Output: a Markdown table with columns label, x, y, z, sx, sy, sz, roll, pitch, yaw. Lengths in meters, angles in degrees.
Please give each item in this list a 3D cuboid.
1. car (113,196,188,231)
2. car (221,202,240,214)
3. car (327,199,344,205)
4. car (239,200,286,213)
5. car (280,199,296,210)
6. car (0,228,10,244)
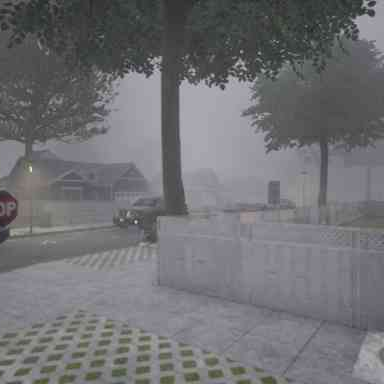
| label | x | y | z | sx | sy | sz | roll | pitch | yaw |
| --- | --- | --- | --- | --- | --- | --- | --- | --- | --- |
| car | -2.467 | 1.269 | 21.337 | 2.150 | 2.045 | 5.566 | 1 | 0 | 35 |
| car | 4.441 | 1.655 | 31.228 | 1.994 | 1.385 | 4.181 | 1 | 0 | 35 |
| car | 22.360 | 1.785 | 51.738 | 1.994 | 1.385 | 4.181 | 1 | 0 | 34 |
| car | 6.073 | 1.681 | 28.429 | 1.994 | 1.385 | 4.181 | 1 | 0 | 35 |
| car | 11.331 | 1.627 | 41.029 | 2.128 | 1.511 | 4.902 | 1 | 0 | 35 |
| car | -9.182 | 1.602 | 11.613 | 1.895 | 1.301 | 4.718 | 1 | 0 | 33 |
